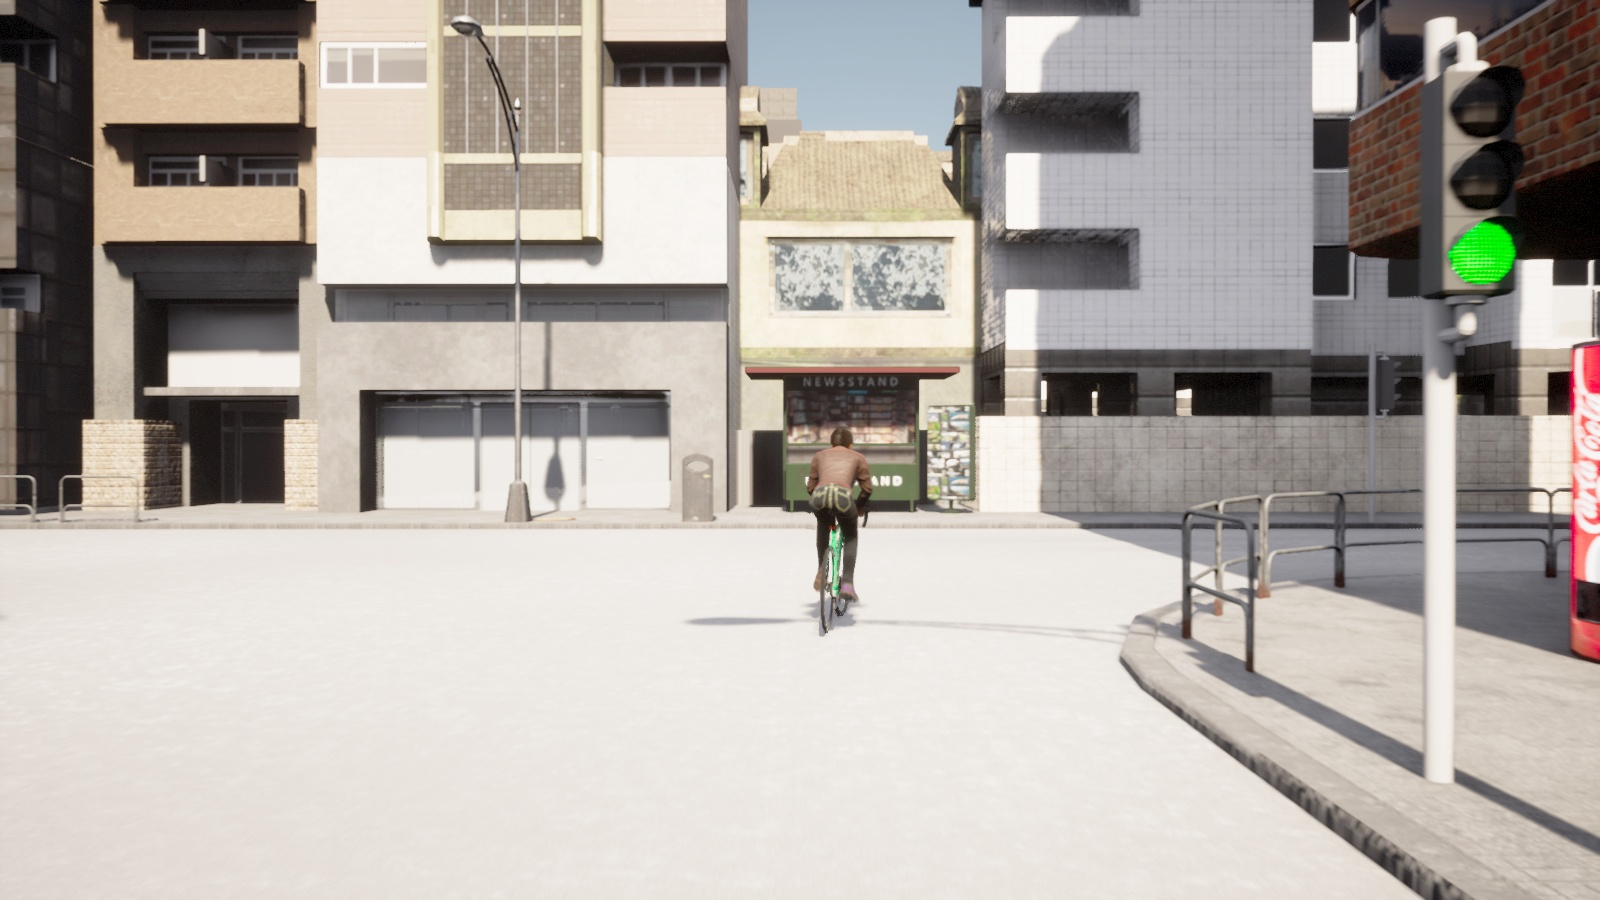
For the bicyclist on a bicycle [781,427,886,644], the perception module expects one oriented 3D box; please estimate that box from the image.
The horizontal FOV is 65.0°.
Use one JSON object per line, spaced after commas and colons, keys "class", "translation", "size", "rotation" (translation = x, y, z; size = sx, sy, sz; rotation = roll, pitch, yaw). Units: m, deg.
{"class": "bicyclist on a bicycle", "translation": [0.307, 0.642, 10.318], "size": [0.582, 1.620, 1.656], "rotation": [2, 0, 10]}
